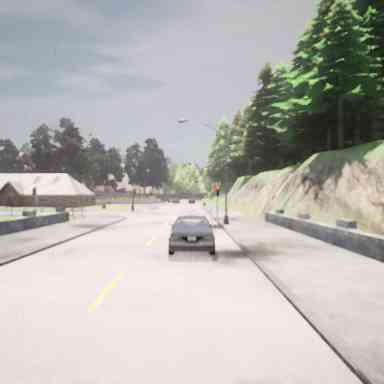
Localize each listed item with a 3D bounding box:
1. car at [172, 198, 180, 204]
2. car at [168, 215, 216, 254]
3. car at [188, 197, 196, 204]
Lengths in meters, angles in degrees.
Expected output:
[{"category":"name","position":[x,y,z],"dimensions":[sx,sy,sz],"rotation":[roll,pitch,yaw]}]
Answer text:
[{"category":"car","position":[-4.046,2.297,85.052],"dimensions":[1.837,1.490,4.892],"rotation":[0,-1,0]},{"category":"car","position":[-0.007,1.681,13.998],"dimensions":[2.033,1.411,5.357],"rotation":[0,-1,0]},{"category":"car","position":[-0.046,2.312,85.631],"dimensions":[2.128,1.511,4.902],"rotation":[0,-1,0]}]
